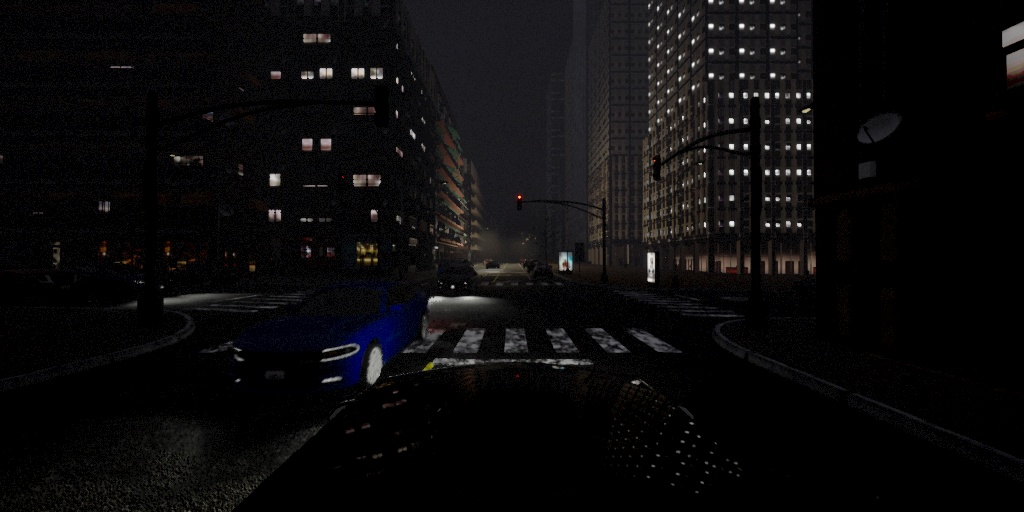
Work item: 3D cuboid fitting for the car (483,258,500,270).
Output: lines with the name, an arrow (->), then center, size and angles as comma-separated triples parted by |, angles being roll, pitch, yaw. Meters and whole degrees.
car -> -2.875, 1.330, 54.170 | 1.994, 1.385, 4.181 | 0, 0, 0

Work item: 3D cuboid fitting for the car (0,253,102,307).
car -> -18.745, 0.784, 13.005 | 5.009, 1.841, 2.192 | 0, 0, 0

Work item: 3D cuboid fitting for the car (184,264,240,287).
car -> -18.747, 1.104, 21.386 | 4.313, 1.339, 1.948 | 0, 0, 0

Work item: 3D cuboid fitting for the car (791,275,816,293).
car -> 19.441, 1.644, 21.698 | 4.403, 1.370, 2.007 | 0, 0, 0

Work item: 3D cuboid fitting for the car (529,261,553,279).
car -> 2.766, 1.344, 32.507 | 1.802, 1.307, 4.207 | 0, 0, 0

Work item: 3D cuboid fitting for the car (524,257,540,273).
car -> 2.792, 1.208, 43.563 | 1.967, 1.591, 4.097 | 0, 0, 0

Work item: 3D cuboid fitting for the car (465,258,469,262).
car -> -5.602, 1.080, 38.056 | 2.192, 1.841, 5.009 | 0, 0, 0

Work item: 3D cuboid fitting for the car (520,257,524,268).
car -> 2.831, 1.222, 60.145 | 1.967, 1.591, 4.097 | 0, 0, 0

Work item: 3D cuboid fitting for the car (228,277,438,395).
car -> -2.987, 1.231, 7.020 | 1.882, 1.535, 5.008 | 0, 0, 0

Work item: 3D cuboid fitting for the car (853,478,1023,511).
car -> 2.688, 1.315, 0.102 | 1.948, 1.339, 4.313 | 0, 0, 0

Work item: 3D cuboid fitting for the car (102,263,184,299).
car -> -17.582, 1.034, 15.626 | 4.674, 1.442, 1.812 | 1, 0, 0

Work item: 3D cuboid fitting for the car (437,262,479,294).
car -> -2.955, 1.289, 20.313 | 1.837, 1.490, 4.892 | 0, 0, 0

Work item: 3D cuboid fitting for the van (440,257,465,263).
van -> -5.616, 1.103, 32.528 | 1.690, 1.789, 3.998 | 0, 0, 0
